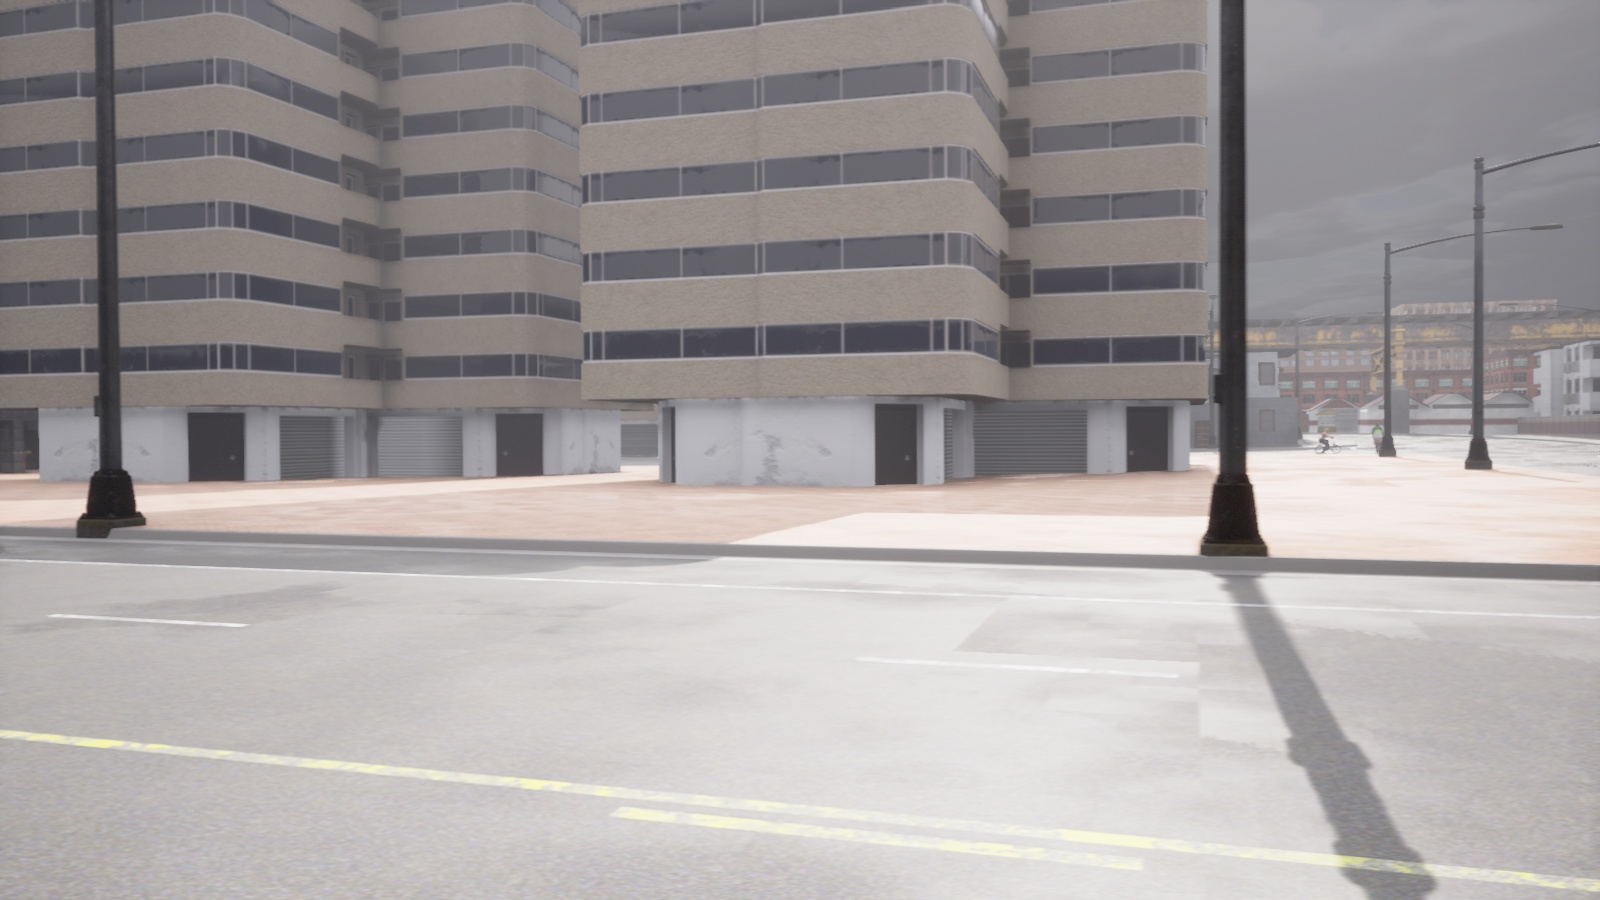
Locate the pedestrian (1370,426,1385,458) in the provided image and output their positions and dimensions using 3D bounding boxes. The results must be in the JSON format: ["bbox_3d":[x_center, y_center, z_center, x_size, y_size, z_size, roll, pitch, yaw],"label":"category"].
[{"bbox_3d":[35.401,-0.515,77.024,0.659,1.952,0.873,0,1,12],"label":"pedestrian"}]
